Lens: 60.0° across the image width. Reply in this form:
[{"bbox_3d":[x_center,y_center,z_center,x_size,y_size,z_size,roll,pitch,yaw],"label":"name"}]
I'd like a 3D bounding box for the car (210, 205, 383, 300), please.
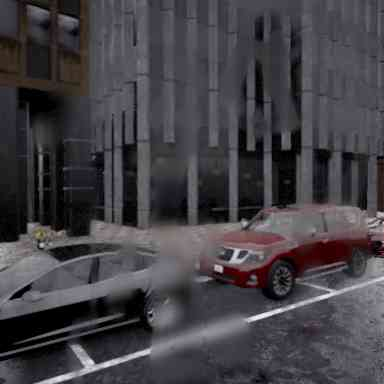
[{"bbox_3d":[2.621,1.292,8.483,5.009,1.841,2.192,0,0,-35],"label":"car"}]

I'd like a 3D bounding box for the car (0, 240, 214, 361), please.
[{"bbox_3d":[-1.987,1.554,5.238,4.313,1.339,1.947,0,0,-35],"label":"car"}]
